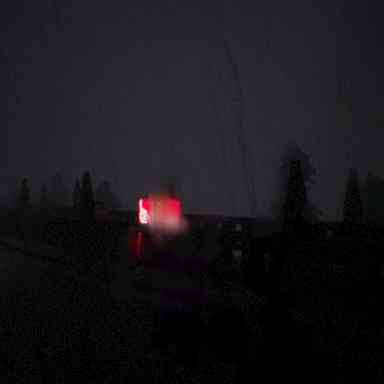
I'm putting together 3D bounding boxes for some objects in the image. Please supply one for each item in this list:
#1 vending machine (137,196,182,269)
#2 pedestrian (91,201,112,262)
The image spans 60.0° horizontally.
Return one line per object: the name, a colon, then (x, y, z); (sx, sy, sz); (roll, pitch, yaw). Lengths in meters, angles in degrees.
vending machine: (-1.009, 1.195, 10.380); (0.880, 2.100, 1.100); (0, 0, 41)
pedestrian: (-2.710, 1.141, 9.873); (0.375, 1.860, 0.375); (0, 0, 41)
